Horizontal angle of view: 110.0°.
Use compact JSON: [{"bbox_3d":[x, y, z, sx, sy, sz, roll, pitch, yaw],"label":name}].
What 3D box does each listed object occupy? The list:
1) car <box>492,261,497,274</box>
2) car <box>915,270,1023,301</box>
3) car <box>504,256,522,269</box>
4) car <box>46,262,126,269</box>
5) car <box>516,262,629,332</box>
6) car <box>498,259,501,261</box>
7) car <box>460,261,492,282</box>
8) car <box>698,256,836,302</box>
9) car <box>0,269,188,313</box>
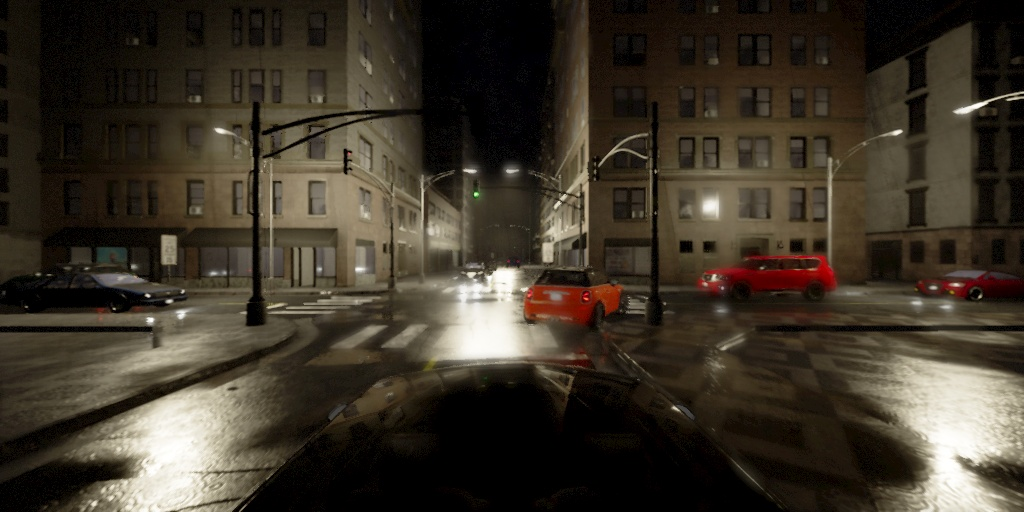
[{"bbox_3d":[-3.041,1.309,39.816,1.837,1.490,4.892,0,0,0],"label":"car"},{"bbox_3d":[21.863,1.341,16.910,4.181,1.385,1.994,0,0,0],"label":"car"},{"bbox_3d":[0.150,1.054,59.225,2.150,2.045,5.566,0,0,0],"label":"car"},{"bbox_3d":[-20.378,1.117,16.676,4.553,1.767,2.097,0,0,0],"label":"car"},{"bbox_3d":[2.179,1.118,11.333,2.097,1.767,4.553,0,0,28],"label":"car"},{"bbox_3d":[-3.030,1.366,50.087,2.033,1.411,5.357,0,0,0],"label":"car"},{"bbox_3d":[-3.067,1.281,29.568,2.128,1.511,4.902,0,0,0],"label":"car"},{"bbox_3d":[11.874,0.996,16.861,5.566,2.045,2.150,0,0,0],"label":"car"},{"bbox_3d":[-15.556,1.314,13.490,5.357,1.411,2.033,0,0,-1],"label":"car"}]
